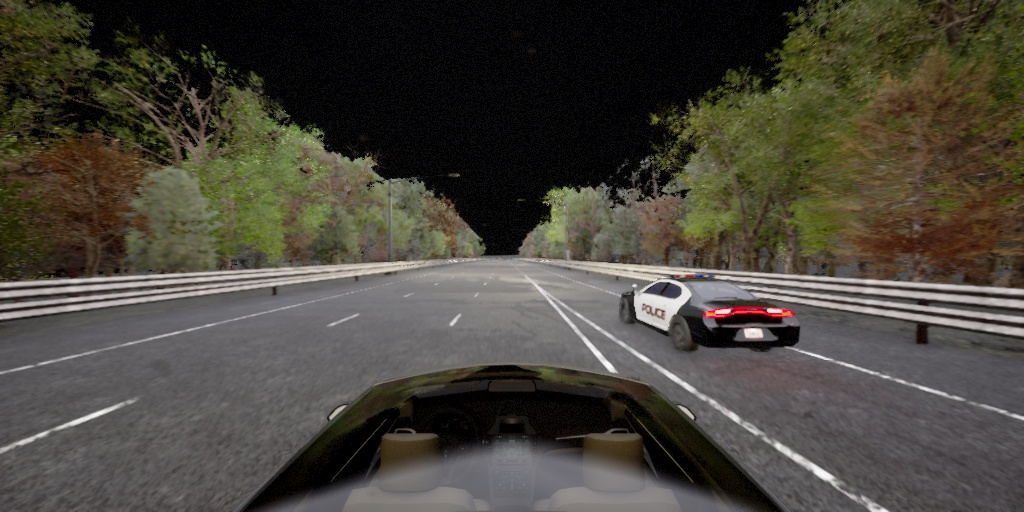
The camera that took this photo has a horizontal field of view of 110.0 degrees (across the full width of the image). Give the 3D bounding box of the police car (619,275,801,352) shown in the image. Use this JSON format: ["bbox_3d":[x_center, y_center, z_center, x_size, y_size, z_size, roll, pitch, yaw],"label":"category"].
[{"bbox_3d":[4.309,1.246,9.023,2.038,1.542,4.974,0,0,-4],"label":"police car"}]
